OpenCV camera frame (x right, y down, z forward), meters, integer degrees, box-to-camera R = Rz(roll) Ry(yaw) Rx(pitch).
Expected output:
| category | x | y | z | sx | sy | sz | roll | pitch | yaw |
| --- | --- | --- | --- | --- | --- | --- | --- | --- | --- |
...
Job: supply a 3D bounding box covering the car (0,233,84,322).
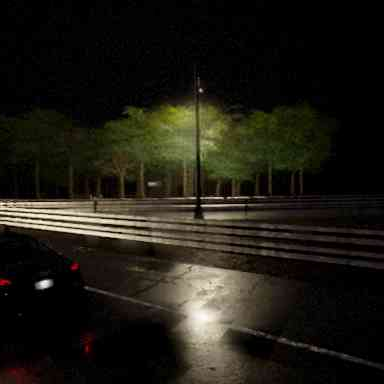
| category | x | y | z | sx | sy | sz | roll | pitch | yaw |
| --- | --- | --- | --- | --- | --- | --- | --- | --- | --- |
| car | -4.158 | 1.554 | 6.906 | 4.181 | 1.385 | 1.994 | 0 | 0 | 36 |
